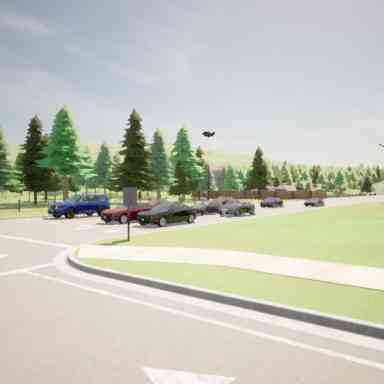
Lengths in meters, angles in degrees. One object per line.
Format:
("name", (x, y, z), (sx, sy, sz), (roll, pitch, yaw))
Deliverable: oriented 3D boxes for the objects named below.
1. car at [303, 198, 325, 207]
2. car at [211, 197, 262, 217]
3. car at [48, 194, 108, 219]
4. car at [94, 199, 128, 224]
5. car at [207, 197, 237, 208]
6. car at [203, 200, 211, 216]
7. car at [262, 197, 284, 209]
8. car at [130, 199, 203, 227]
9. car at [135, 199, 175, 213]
("car", (18.519, 1.547, 50.258), (2.033, 1.411, 5.357), (0, 0, 37))
("car", (4.228, 1.490, 30.885), (2.128, 1.511, 4.902), (0, 0, 36))
("car", (-9.816, 1.220, 29.488), (2.150, 2.045, 5.566), (0, 0, 37))
("car", (-4.498, 1.477, 24.904), (1.882, 1.535, 5.008), (0, 0, 36))
("car", (4.497, 1.487, 48.987), (2.128, 1.511, 4.902), (0, 0, 36))
("car", (1.445, 1.547, 33.008), (2.033, 1.411, 5.357), (0, 0, 36))
("car", (11.079, 1.477, 46.117), (1.882, 1.535, 5.008), (0, 0, 36))
("car", (-1.627, 1.477, 22.900), (1.882, 1.535, 5.008), (0, 0, 36))
("car", (-4.041, 1.525, 37.346), (1.812, 1.442, 4.674), (0, 0, 36))
